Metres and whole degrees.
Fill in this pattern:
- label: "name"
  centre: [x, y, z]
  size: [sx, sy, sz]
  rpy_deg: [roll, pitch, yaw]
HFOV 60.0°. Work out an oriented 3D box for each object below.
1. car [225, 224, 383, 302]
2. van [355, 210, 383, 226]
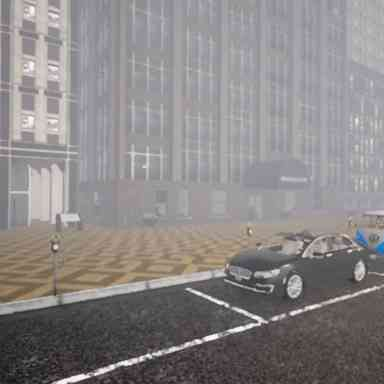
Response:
- label: "car"
  centre: [2.800, 1.655, 8.440]
  size: [4.403, 1.369, 2.008]
  rpy_deg: [1, -1, -35]
- label: "van"
  centre: [7.335, 1.512, 11.595]
  size: [3.998, 1.788, 1.690]
  rpy_deg: [1, -1, -35]
